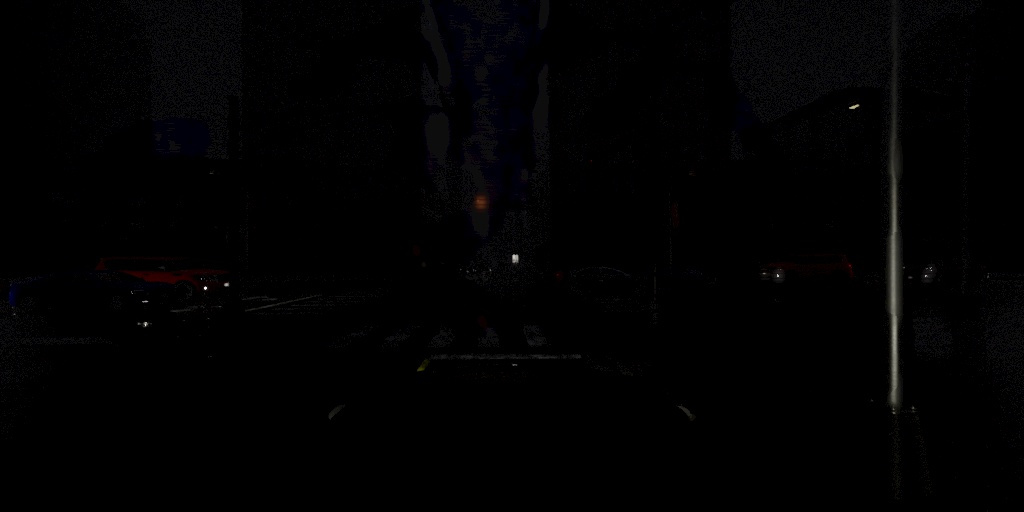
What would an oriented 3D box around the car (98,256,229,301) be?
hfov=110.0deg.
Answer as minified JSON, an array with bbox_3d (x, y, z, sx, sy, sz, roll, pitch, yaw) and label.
[{"bbox_3d":[-16.343,1.027,16.968,5.566,2.045,2.150,0,0,-2],"label":"car"}]

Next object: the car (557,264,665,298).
[{"bbox_3d":[4.706,1.211,17.912,4.902,1.511,2.128,0,1,14],"label":"car"}]

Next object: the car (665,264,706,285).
[{"bbox_3d":[10.235,1.243,24.477,5.357,1.411,2.033,0,0,-2],"label":"car"}]

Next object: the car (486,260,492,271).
[{"bbox_3d":[-4.291,1.274,49.847,2.128,1.511,4.902,0,0,-2],"label":"car"}]

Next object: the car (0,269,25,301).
[{"bbox_3d":[-26.265,1.368,16.663,4.674,1.442,1.812,0,0,-1],"label":"car"}]

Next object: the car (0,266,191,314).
[{"bbox_3d":[-15.784,1.281,13.733,5.008,1.535,1.882,0,0,-2],"label":"car"}]

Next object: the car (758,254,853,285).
[{"bbox_3d":[20.193,0.883,24.778,5.566,2.045,2.150,0,0,-2],"label":"car"}]

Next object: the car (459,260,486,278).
[{"bbox_3d":[-3.927,1.270,34.962,1.837,1.490,4.892,0,0,0],"label":"car"}]

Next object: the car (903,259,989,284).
[{"bbox_3d":[30.086,0.981,25.070,4.553,1.767,2.097,0,0,-2],"label":"car"}]
